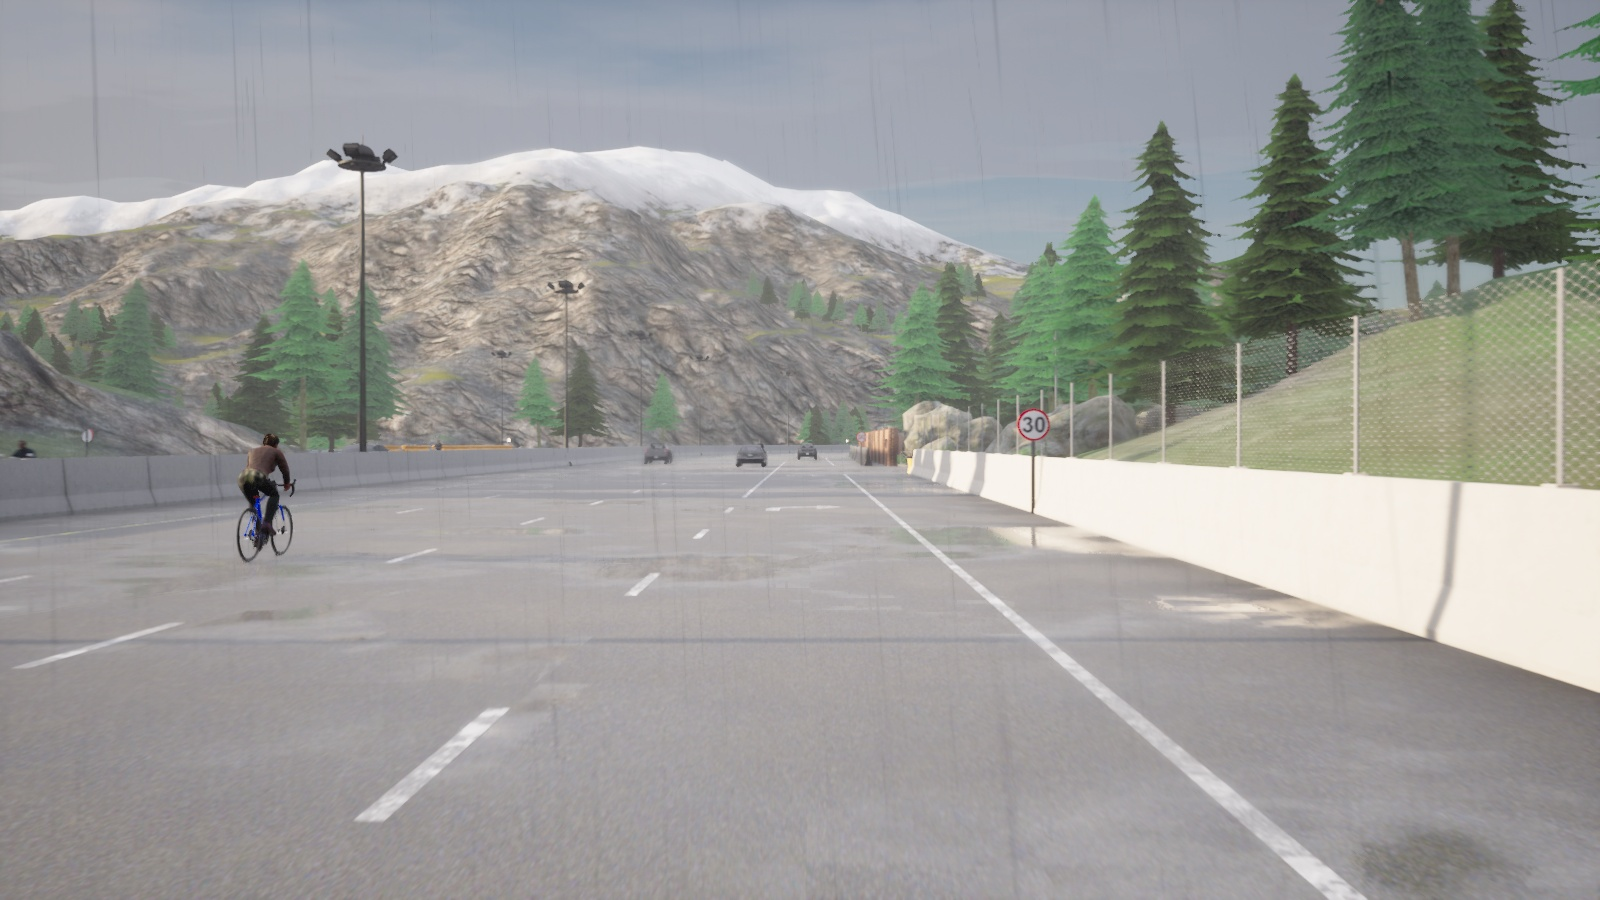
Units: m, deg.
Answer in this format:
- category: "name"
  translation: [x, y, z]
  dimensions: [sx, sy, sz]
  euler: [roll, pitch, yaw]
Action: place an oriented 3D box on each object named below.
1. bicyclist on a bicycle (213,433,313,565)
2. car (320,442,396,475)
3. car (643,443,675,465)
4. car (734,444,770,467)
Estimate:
- category: "bicyclist on a bicycle"
  translation: [-6.893, 0.602, 16.196]
  dimensions: [0.582, 1.620, 1.656]
  euler: [0, 0, 0]
- category: "car"
  translation: [-20.650, 0.404, 58.896]
  dimensions: [1.837, 1.490, 4.892]
  euler: [0, 0, 0]
- category: "car"
  translation: [-9.978, 0.250, 89.118]
  dimensions: [1.845, 1.501, 3.633]
  euler: [0, 0, 0]
- category: "car"
  translation: [-3.031, 0.342, 79.771]
  dimensions: [2.033, 1.411, 5.357]
  euler: [0, 0, 0]
